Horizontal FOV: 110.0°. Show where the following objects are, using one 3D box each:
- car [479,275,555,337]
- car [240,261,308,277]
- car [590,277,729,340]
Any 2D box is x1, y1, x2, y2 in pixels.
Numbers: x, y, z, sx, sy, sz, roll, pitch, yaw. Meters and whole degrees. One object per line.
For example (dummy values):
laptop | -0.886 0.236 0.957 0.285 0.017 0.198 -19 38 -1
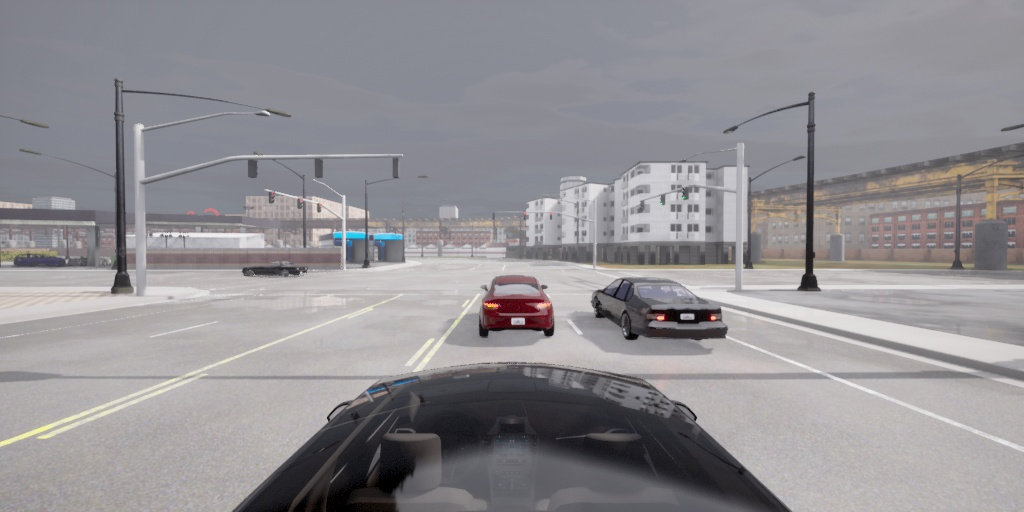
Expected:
car | 0.077 1.255 10.139 1.812 1.442 4.674 0 0 -1
car | -20.209 1.128 30.590 4.718 1.301 1.895 0 1 0
car | 3.588 1.281 9.852 2.033 1.411 5.357 0 0 0
